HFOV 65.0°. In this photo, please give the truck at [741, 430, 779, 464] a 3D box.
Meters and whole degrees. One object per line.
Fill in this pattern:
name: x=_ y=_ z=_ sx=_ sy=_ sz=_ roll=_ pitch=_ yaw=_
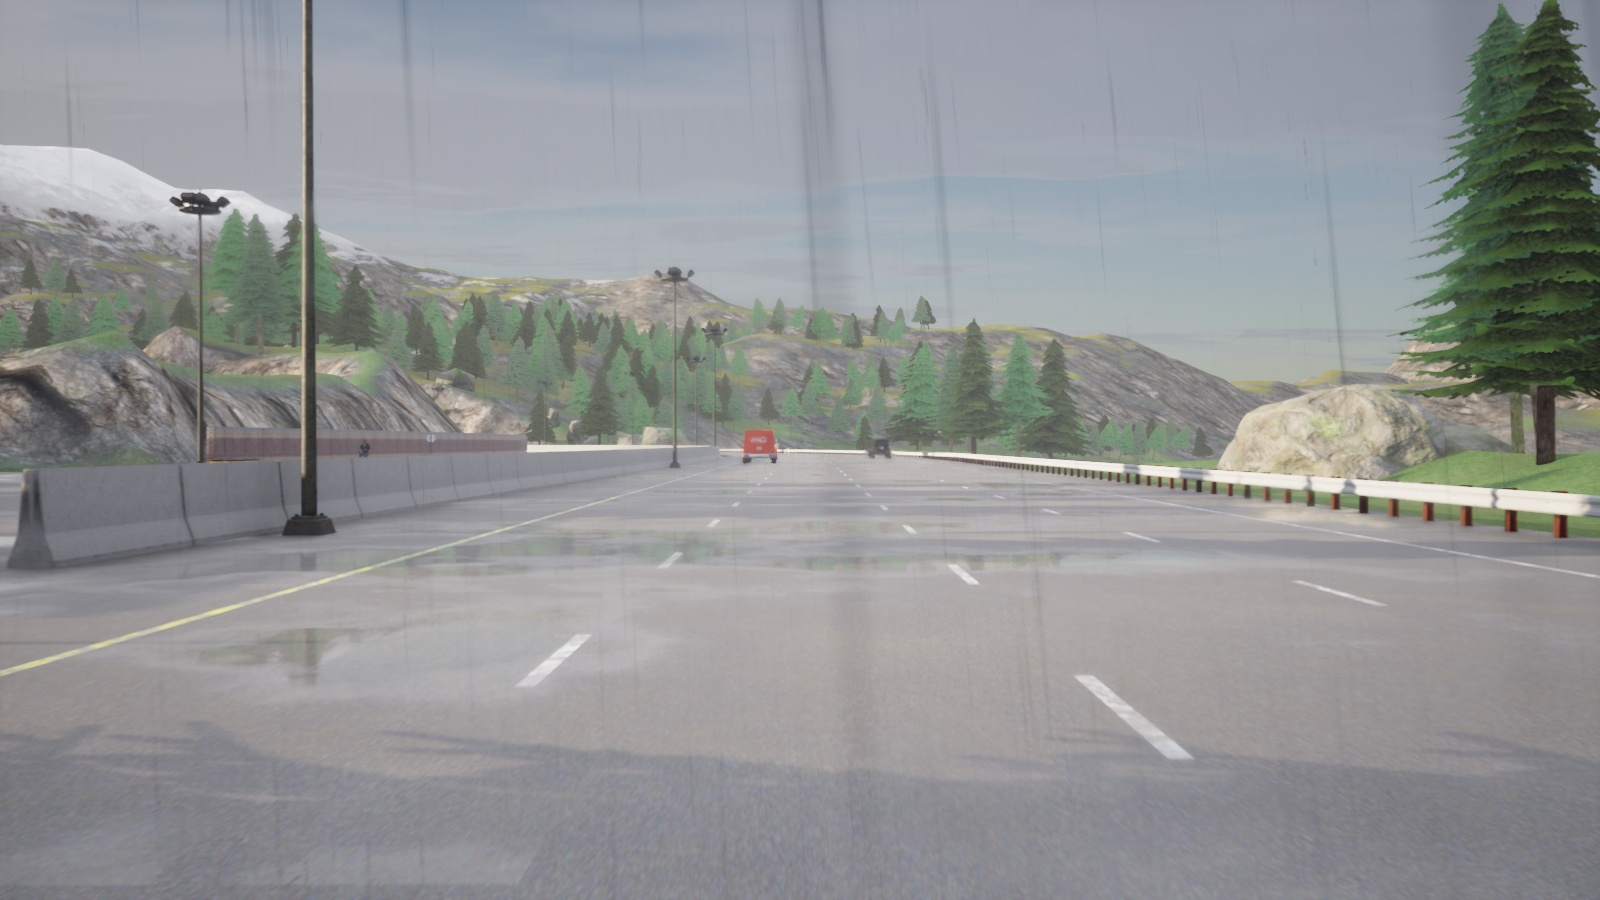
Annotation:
truck: x=-2.942 y=-0.269 z=94.159 sx=2.627 sy=2.467 sz=5.204 roll=0 pitch=1 yaw=0
